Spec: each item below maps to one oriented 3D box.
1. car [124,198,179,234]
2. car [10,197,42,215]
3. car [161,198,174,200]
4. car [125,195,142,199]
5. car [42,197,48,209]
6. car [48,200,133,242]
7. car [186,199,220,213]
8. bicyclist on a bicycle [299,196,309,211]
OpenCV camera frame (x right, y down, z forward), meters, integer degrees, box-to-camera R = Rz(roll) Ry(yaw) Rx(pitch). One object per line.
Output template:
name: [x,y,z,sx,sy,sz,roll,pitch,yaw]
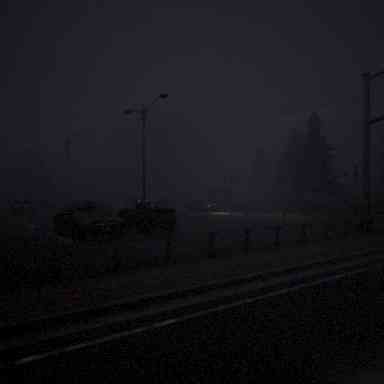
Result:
car: [-2.578,1.316,18.004,2.007,1.523,4.514,0,0,-36]
car: [-15.890,1.366,31.353,1.970,1.475,3.806,0,0,-36]
car: [-3.924,1.530,49.726,1.895,1.301,4.718,0,0,-36]
car: [-8.526,1.244,50.039,1.837,1.490,4.892,0,0,-36]
car: [-17.813,1.347,39.115,1.845,1.501,3.633,0,0,-36]
car: [-5.092,1.315,16.127,2.152,1.636,5.027,0,0,-36]
car: [1.136,1.466,36.777,1.812,1.442,4.674,0,0,-37]
bicyclist on a bicycle: [11.767,1.223,34.927,1.656,1.620,0.582,-1,0,-36]
